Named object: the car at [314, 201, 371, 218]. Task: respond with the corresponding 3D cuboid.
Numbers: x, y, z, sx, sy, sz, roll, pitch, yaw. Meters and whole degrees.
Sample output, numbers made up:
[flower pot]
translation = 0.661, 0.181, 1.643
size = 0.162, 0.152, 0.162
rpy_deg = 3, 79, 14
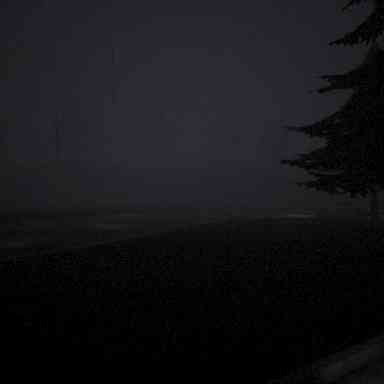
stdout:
[car]
translation = 13.243, 1.492, 29.304
size = 4.674, 1.442, 1.812
rpy_deg = 0, -1, 21
